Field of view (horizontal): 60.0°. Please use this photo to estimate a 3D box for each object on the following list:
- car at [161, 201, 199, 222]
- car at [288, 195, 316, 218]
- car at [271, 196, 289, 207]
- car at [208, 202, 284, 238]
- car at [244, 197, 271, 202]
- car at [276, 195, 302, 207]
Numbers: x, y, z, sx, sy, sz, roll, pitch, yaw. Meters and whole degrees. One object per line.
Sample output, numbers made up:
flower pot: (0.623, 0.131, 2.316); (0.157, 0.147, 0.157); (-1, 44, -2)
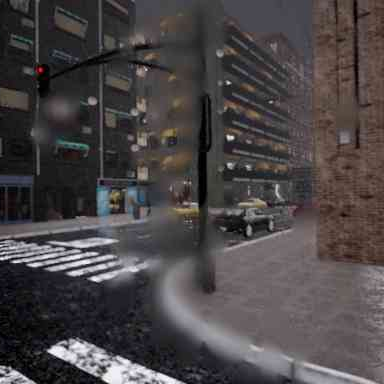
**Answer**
car: (-0.431, 1.436, 25.888); (1.752, 1.417, 4.829); (0, 1, 36)
car: (9.392, 1.155, 25.986); (1.967, 1.590, 4.097); (0, 1, 36)
car: (9.694, 1.246, 39.770); (1.947, 1.339, 4.313); (0, 1, 36)
car: (2.711, 1.418, 16.824); (2.008, 1.369, 4.403); (0, 1, 36)
car: (6.252, 1.283, 35.051); (1.752, 1.417, 4.829); (0, 1, 36)
car: (13.035, 1.148, 44.351); (1.887, 1.381, 4.507); (0, 1, 36)
